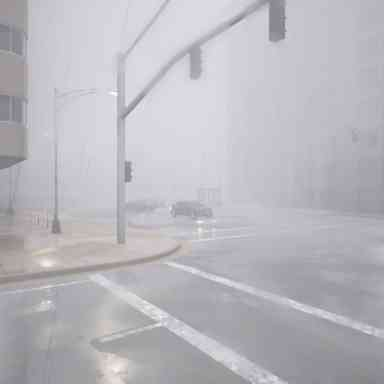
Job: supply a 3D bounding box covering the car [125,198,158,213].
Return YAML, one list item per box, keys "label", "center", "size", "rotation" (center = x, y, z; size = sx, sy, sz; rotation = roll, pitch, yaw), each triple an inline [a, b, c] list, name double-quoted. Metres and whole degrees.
- label: "car"
  center: [-6.081, 1.601, 37.409]
  size: [1.895, 1.301, 4.718]
  rotation: [0, 0, -36]

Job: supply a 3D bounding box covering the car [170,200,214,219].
- label: "car"
  center: [-0.095, 1.505, 29.185]
  size: [1.837, 1.490, 4.892]
  rotation: [0, 0, -36]

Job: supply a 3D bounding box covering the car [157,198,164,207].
- label: "car"
  center: [-6.272, 1.547, 43.914]
  size: [2.033, 1.411, 5.357]
  rotation: [0, 0, -36]
